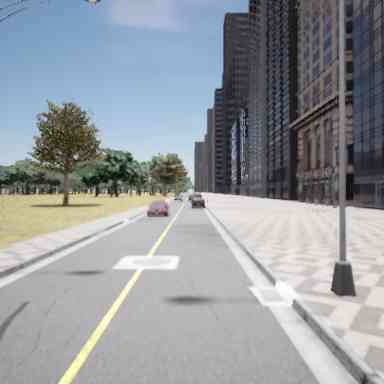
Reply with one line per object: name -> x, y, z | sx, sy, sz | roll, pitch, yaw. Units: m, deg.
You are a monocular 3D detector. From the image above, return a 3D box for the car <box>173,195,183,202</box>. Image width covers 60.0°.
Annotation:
car -> -2.988, 1.423, 73.143 | 1.812, 1.442, 4.674 | 0, 0, 0

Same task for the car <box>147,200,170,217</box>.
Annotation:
car -> -3.089, 1.532, 31.275 | 1.812, 1.442, 4.674 | 0, 0, 0

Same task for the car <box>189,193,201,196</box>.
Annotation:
car -> 0.909, 1.217, 63.694 | 2.150, 2.045, 5.566 | 0, 0, 0

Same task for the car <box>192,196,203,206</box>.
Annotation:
car -> 0.910, 1.526, 57.663 | 1.812, 1.442, 4.674 | 0, 0, 0

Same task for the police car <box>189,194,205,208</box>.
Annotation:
police car -> 0.908, 1.432, 47.772 | 1.930, 1.638, 5.238 | 0, 0, 0
